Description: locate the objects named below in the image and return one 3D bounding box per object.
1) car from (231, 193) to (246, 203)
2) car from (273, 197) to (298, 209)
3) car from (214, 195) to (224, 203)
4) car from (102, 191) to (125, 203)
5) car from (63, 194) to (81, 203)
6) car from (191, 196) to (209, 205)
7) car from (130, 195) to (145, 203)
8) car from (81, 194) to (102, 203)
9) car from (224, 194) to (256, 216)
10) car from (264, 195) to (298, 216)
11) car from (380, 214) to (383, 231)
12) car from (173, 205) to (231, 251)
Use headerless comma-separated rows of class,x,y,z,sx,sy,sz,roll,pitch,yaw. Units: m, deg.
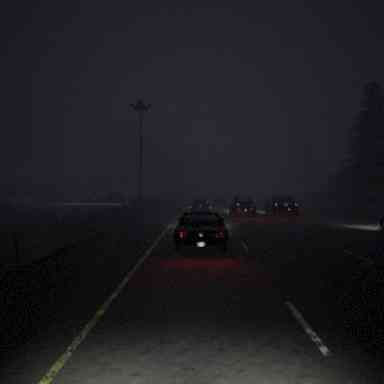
car,8.497,1.119,61.105,2.097,1.767,4.553,0,0,1
car,11.537,1.312,41.256,1.895,1.301,4.718,0,0,1
car,4.964,1.213,59.734,1.882,1.535,5.008,0,-1,1
car,-12.789,0.827,55.581,2.150,2.045,5.566,0,0,2
car,-19.785,1.096,55.785,1.812,1.442,4.674,0,0,2
car,0.933,1.184,37.002,1.812,1.442,4.674,0,0,1
car,-9.248,1.183,56.817,2.033,1.411,5.357,0,0,2
car,-16.288,1.067,55.688,1.882,1.535,5.008,0,0,2
car,4.236,1.201,28.323,2.128,1.511,4.902,0,0,1
car,7.761,1.076,29.287,2.097,1.767,4.553,0,0,1
car,10.950,1.351,15.894,1.837,1.490,4.892,0,1,1
car,0.362,1.421,13.238,1.895,1.301,4.718,0,1,2
